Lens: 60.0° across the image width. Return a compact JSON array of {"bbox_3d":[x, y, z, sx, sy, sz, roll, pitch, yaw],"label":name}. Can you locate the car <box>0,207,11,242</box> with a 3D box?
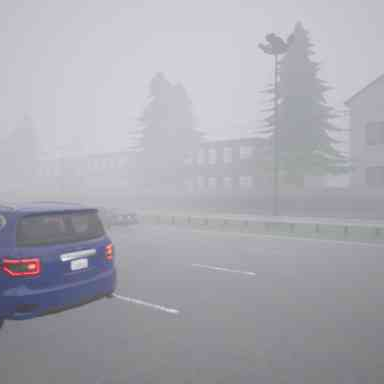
[{"bbox_3d":[-10.980,1.474,16.122,5.008,1.535,1.882,0,0,35],"label":"car"}]

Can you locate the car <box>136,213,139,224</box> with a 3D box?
[{"bbox_3d":[-5.756,1.546,20.994,5.357,1.411,2.033,0,0,35],"label":"car"}]

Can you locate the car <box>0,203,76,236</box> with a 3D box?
[{"bbox_3d":[-8.975,1.476,18.991,5.008,1.535,1.882,0,0,35],"label":"car"}]

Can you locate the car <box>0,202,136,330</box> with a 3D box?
[{"bbox_3d":[-3.961,1.221,6.816,5.566,2.045,2.150,0,0,36],"label":"car"}]
